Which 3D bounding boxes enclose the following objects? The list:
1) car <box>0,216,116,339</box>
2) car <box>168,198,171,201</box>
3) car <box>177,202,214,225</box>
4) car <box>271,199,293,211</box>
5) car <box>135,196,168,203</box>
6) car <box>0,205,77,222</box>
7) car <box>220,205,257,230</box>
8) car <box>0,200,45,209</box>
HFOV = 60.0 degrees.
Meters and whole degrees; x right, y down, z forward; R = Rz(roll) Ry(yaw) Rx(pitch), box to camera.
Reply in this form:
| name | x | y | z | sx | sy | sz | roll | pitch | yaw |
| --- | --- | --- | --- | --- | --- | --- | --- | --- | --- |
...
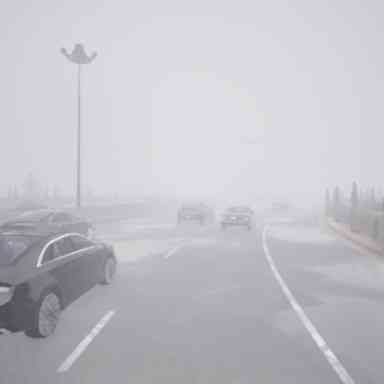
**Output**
| name | x | y | z | sx | sy | sz | roll | pitch | yaw |
| --- | --- | --- | --- | --- | --- | --- | --- | --- | --- |
| car | -2.973 | 1.476 | 6.565 | 2.128 | 1.511 | 4.902 | 0 | 0 | 4 |
| car | -5.341 | 1.486 | 54.984 | 1.882 | 1.535 | 5.008 | 0 | 0 | 31 |
| car | 0.368 | 1.488 | 24.368 | 2.128 | 1.511 | 4.902 | 0 | 0 | 16 |
| car | 11.109 | 1.571 | 41.064 | 1.812 | 1.442 | 4.674 | 0 | 0 | 28 |
| car | -5.200 | 1.318 | 40.094 | 2.097 | 1.767 | 4.553 | 0 | 0 | 24 |
| car | -5.653 | 1.475 | 13.500 | 1.837 | 1.490 | 4.892 | 0 | 0 | 9 |
| car | 3.074 | 1.558 | 21.386 | 2.033 | 1.411 | 5.357 | 0 | 0 | 15 |
| car | -13.751 | 1.406 | 26.504 | 1.882 | 1.535 | 5.008 | 0 | 0 | 15 |
